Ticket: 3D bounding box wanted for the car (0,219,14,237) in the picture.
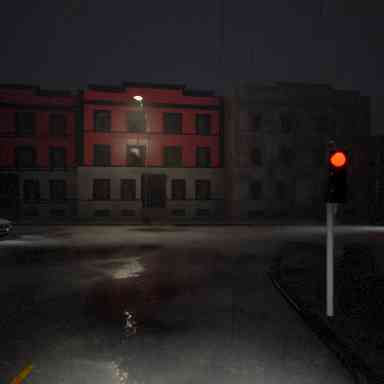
[{"bbox_3d":[-11.090,1.526,15.960,4.674,1.442,1.812,0,0,2],"label":"car"}]
